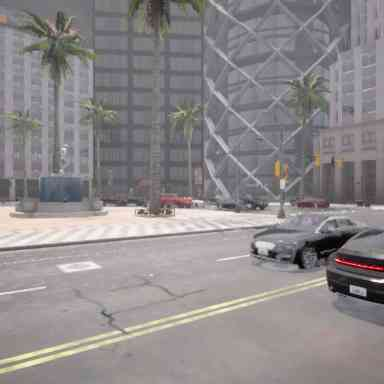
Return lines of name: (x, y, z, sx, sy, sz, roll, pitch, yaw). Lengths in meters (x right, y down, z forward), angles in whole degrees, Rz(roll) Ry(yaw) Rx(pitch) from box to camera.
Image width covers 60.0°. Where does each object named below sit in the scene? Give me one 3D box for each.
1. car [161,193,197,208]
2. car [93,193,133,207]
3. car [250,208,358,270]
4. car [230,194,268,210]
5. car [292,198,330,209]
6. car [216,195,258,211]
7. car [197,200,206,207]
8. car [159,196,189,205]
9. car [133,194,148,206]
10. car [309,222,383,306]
car: (-2.567, 1.221, 47.055, 5.566, 2.045, 2.150, 0, 0, 31)
car: (-12.531, 1.221, 51.019, 5.566, 2.045, 2.150, 0, 0, 10)
car: (4.083, 1.491, 11.168, 4.902, 1.511, 2.128, 0, 0, -35)
car: (7.109, 1.222, 43.063, 2.150, 2.045, 5.566, 0, 0, -41)
car: (15.642, 1.477, 43.995, 1.882, 1.535, 5.008, 0, 0, -37)
car: (5.004, 1.492, 40.047, 2.128, 1.511, 4.902, 0, 0, -41)
car: (-0.199, 1.526, 49.571, 4.674, 1.442, 1.812, 0, 0, 32)
car: (-3.259, 1.491, 59.241, 4.902, 1.511, 2.128, 0, 0, 23)
car: (-9.930, 1.221, 53.951, 5.566, 2.045, 2.150, 0, 0, 14)
car: (4.923, 1.505, 7.306, 4.892, 1.490, 1.837, 0, 0, -35)
